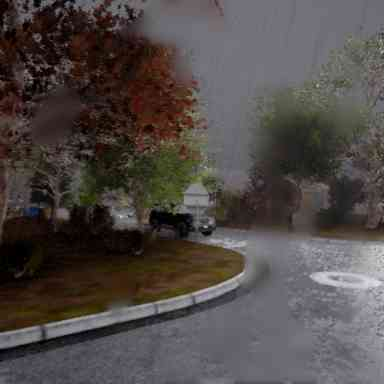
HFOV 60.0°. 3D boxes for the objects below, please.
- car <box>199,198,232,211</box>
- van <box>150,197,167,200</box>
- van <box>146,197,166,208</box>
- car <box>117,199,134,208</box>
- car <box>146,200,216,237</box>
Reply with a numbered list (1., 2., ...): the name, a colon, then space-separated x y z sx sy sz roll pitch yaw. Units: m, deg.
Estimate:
1. car: 3.909 2.049 56.374 2.435 2.045 5.566 2 -1 -36
2. van: -5.226 1.878 49.939 1.878 1.987 4.442 1 -1 -36
3. van: -6.867 1.983 63.568 1.878 1.987 4.442 1 -1 -36
4. car: -11.885 2.110 60.344 1.946 1.575 5.366 1 -1 -36
5. car: -0.763 1.744 21.909 2.150 2.045 5.566 3 -3 -35
